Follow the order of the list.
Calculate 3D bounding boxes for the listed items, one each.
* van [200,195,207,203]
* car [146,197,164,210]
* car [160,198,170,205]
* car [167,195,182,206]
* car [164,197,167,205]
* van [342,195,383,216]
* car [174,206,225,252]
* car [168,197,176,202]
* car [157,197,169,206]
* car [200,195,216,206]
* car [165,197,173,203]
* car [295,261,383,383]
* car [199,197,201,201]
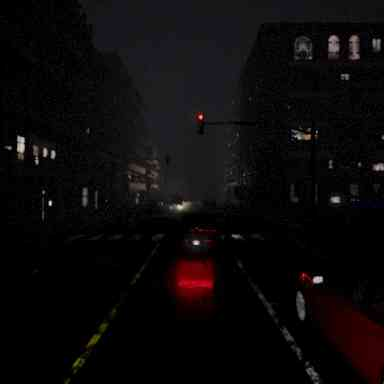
[{"bbox_3d":[2.821,1.742,80.912,1.690,1.788,3.998,-1,0,0],"label":"van"},{"bbox_3d":[-5.615,1.775,47.764,2.008,1.369,4.403,0,0,0],"label":"car"},{"bbox_3d":[-5.577,1.923,69.875,1.802,1.307,4.206,-1,0,0],"label":"car"},{"bbox_3d":[-2.940,1.514,61.024,2.150,2.045,5.566,0,0,1],"label":"car"},{"bbox_3d":[-5.606,1.819,53.291,1.947,1.339,4.313,0,0,0],"label":"car"},{"bbox_3d":[15.692,1.170,29.824,3.998,1.788,1.690,-1,1,-1],"label":"van"},{"bbox_3d":[0.360,1.569,14.278,1.837,1.490,4.892,0,0,5],"label":"car"},{"bbox_3d":[-5.537,2.045,91.987,1.802,1.307,4.206,-1,0,0],"label":"car"},{"bbox_3d":[-5.588,1.751,64.348,1.967,1.590,4.097,-1,0,0],"label":"car"},{"bbox_3d":[2.773,1.693,53.273,1.967,1.590,4.097,-1,0,0],"label":"car"},{"bbox_3d":[-5.558,1.925,80.761,1.752,1.417,4.829,-1,0,0],"label":"car"},{"bbox_3d":[2.688,1.564,4.273,1.887,1.381,4.507,0,0,0],"label":"car"},{"bbox_3d":[2.804,1.891,69.855,2.008,1.369,4.403,-1,0,0],"label":"car"}]
